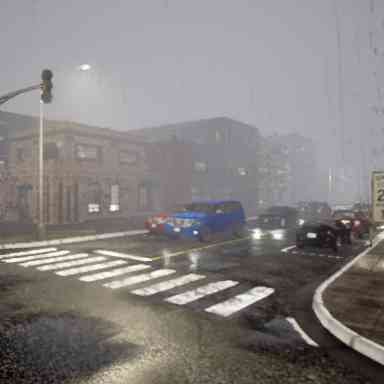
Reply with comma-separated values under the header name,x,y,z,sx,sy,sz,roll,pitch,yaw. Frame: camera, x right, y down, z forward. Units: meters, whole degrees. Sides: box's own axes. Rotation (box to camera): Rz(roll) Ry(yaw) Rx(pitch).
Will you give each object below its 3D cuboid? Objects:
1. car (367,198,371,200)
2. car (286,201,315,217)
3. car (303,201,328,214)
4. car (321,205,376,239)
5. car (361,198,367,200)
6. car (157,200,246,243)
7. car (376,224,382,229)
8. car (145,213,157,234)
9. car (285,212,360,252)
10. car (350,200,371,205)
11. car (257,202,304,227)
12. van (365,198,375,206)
name,x,y,z,sx,sy,sz,roll,pitch,yaw
car,38.743,2.177,74.007,2.192,1.841,5.009,0,-1,36
car,12.505,1.889,38.206,1.967,1.590,4.097,0,-1,36
car,12.734,1.783,34.105,2.097,1.767,4.553,0,0,36
car,9.426,1.770,19.828,1.967,1.590,4.097,0,-1,36
car,32.183,2.309,65.054,2.008,1.369,4.403,0,-1,36
car,0.922,1.465,18.012,2.150,2.045,5.566,0,0,36
car,12.806,1.908,24.440,1.752,1.417,4.829,0,-1,36
car,-0.614,1.556,20.307,2.192,1.841,5.009,0,-1,36
car,6.146,1.844,15.353,1.947,1.339,4.313,0,-1,36
car,19.362,1.986,37.759,1.882,1.535,5.008,0,-1,36
car,6.832,1.815,26.078,1.882,1.535,5.008,0,0,36
van,42.022,2.254,78.481,1.690,1.788,3.998,0,-1,36
